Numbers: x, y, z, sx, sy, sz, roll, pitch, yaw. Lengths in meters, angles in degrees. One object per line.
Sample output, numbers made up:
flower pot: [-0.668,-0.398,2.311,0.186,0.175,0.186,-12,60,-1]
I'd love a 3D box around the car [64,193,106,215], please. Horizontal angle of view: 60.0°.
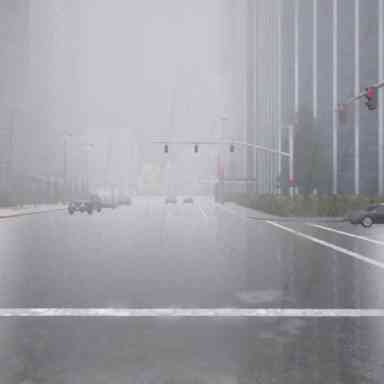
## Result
car: [-11.085,1.221,34.864,2.150,2.045,5.566,0,0,-1]

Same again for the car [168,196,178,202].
car: [-4.324,1.540,75.238,2.033,1.411,5.357,0,0,0]

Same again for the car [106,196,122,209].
car: [-11.169,1.564,44.393,1.994,1.385,4.181,0,0,-1]

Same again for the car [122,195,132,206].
car: [-11.242,1.352,54.600,2.097,1.767,4.553,0,0,-1]

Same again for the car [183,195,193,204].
car: [-0.743,1.526,65.316,1.812,1.442,4.674,0,0,0]

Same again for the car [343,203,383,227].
car: [12.634,1.505,22.053,4.892,1.490,1.837,0,0,0]

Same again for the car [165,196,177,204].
car: [-4.140,1.601,64.977,1.895,1.301,4.718,0,0,0]

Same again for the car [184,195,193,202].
car: [-0.828,1.387,75.567,1.882,1.535,5.008,0,0,0]

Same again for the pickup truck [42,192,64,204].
pickup truck: [-24.321,1.059,60.016,2.390,2.098,6.274,0,0,30]
